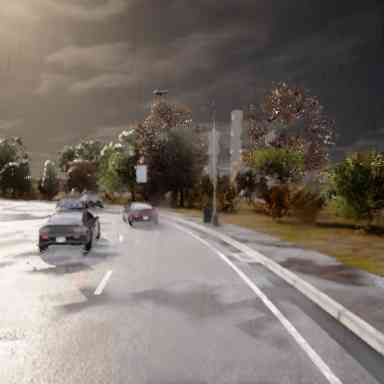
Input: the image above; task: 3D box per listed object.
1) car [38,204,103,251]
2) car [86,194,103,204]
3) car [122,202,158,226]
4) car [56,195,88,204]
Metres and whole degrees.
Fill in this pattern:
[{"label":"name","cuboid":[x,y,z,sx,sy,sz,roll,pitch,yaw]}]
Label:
[{"label":"car","cuboid":[-4.827,1.422,13.500,1.812,1.442,4.674,0,0,-10]},{"label":"car","cuboid":[-12.131,1.050,39.172,2.097,1.767,4.553,0,0,-34]},{"label":"car","cuboid":[-3.499,1.365,22.190,1.812,1.442,4.674,0,0,-18]},{"label":"car","cuboid":[-12.405,1.267,33.532,2.033,1.411,5.357,0,0,-31]}]
